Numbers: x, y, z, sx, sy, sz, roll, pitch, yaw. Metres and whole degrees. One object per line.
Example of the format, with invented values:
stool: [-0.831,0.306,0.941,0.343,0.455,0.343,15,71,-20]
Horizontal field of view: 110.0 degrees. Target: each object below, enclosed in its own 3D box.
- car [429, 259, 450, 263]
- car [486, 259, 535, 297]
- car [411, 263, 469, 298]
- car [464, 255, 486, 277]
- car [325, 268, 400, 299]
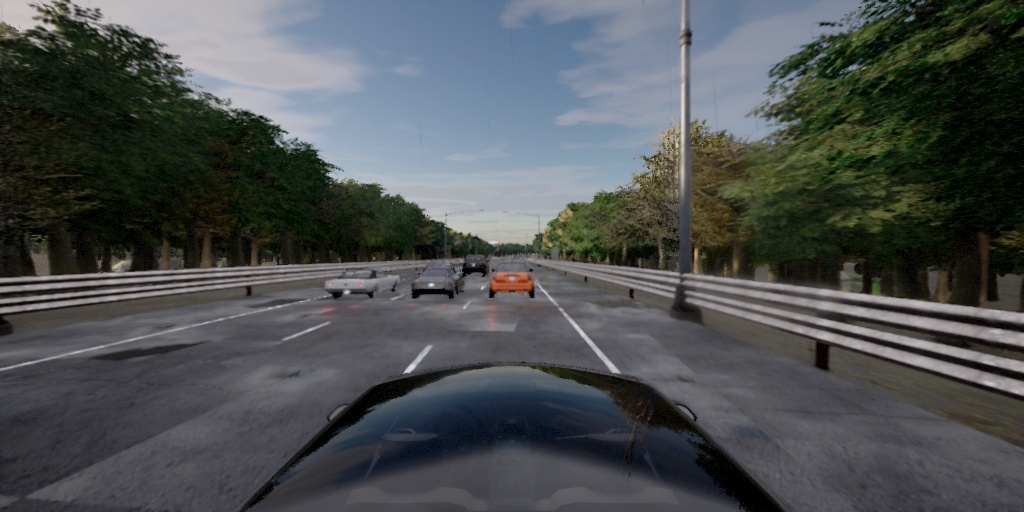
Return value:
car: [-6.947,1.036,35.039,2.097,1.767,4.553,0,0,0]
car: [0.014,1.006,18.016,2.097,1.767,4.553,0,0,0]
car: [-3.485,1.218,17.524,1.994,1.385,4.181,0,0,0]
car: [-3.445,0.909,34.881,2.150,2.045,5.566,0,0,0]
car: [-6.993,1.255,17.416,1.895,1.301,4.718,0,0,0]
